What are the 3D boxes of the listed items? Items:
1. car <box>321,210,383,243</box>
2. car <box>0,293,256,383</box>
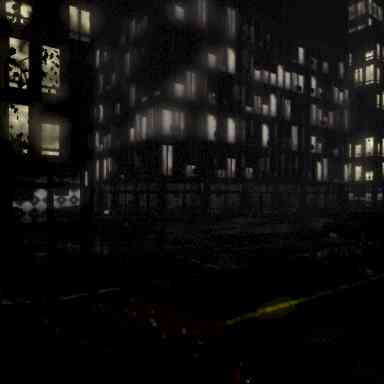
[{"bbox_3d":[8.141,1.563,16.226,4.313,1.339,1.947,0,0,-35],"label":"car"},{"bbox_3d":[-1.706,1.477,2.217,5.008,1.535,1.882,0,0,-35],"label":"car"}]
